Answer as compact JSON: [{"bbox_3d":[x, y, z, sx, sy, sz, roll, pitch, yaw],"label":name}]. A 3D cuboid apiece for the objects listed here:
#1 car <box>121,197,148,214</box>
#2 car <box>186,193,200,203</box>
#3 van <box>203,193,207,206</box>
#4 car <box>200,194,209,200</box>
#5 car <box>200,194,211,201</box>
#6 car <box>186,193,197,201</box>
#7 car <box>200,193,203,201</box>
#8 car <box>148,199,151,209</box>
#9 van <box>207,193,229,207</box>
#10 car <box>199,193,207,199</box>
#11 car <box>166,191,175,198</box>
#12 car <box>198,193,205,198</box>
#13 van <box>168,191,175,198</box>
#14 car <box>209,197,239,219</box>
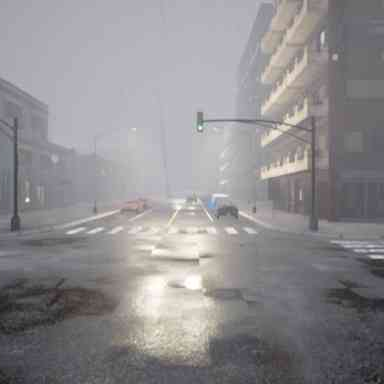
[{"bbox_3d":[-5.707,1.365,32.067,1.802,1.307,4.206,1,0,0],"label":"car"},{"bbox_3d":[-0.049,1.103,56.012,2.128,1.511,4.902,0,0,0],"label":"car"},{"bbox_3d":[2.668,1.046,43.271,1.690,1.788,3.998,1,0,0],"label":"van"},{"bbox_3d":[2.640,1.060,71.175,1.947,1.339,4.313,1,0,0],"label":"car"},{"bbox_3d":[2.645,1.104,65.594,1.947,1.339,4.313,1,0,0],"label":"car"},{"bbox_3d":[-0.059,1.023,66.434,2.128,1.511,4.902,0,0,0],"label":"car"},{"bbox_3d":[2.655,1.147,54.602,1.752,1.417,4.829,1,0,0],"label":"car"},{"bbox_3d":[-5.711,1.289,37.648,1.887,1.381,4.507,1,0,0],"label":"car"},{"bbox_3d":[2.677,1.125,32.108,1.690,1.788,3.998,1,0,0],"label":"van"},{"bbox_3d":[2.631,0.950,82.336,1.887,1.381,4.507,1,0,0],"label":"car"},{"bbox_3d":[-5.754,0.926,87.868,1.947,1.339,4.313,1,0,0],"label":"car"},{"bbox_3d":[2.621,0.865,93.498,2.008,1.369,4.403,1,0,0],"label":"car"},{"bbox_3d":[-5.755,0.655,93.447,1.690,1.788,3.998,1,0,0],"label":"van"},{"bbox_3d":[2.679,1.373,26.531,2.008,1.369,4.403,1,0,0],"label":"car"}]
